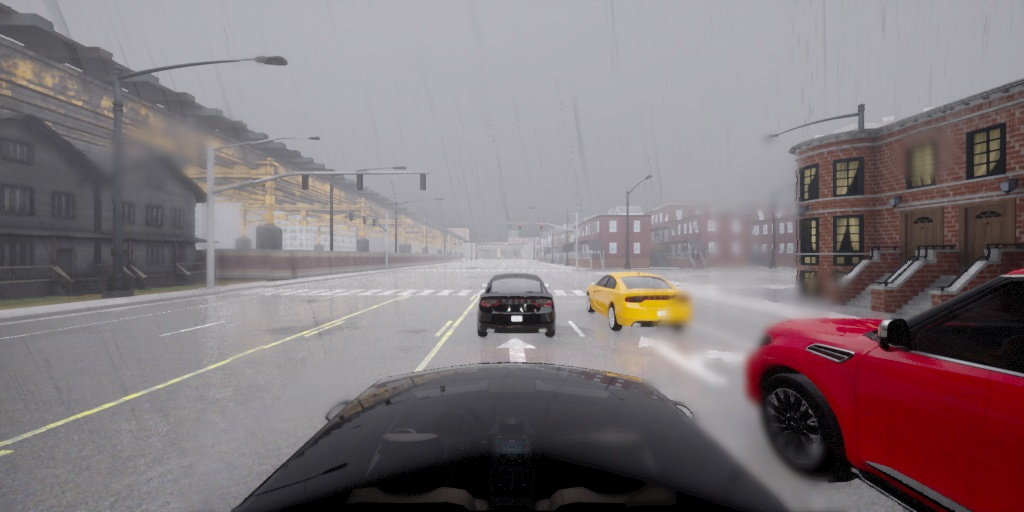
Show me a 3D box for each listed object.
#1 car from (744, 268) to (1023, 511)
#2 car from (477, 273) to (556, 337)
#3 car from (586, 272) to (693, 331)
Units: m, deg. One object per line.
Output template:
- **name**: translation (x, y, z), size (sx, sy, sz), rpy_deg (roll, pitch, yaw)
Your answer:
- **car**: translation (3.598, 0.971, 1.530), size (2.150, 2.045, 5.566), rpy_deg (0, 0, 0)
- **car**: translation (0.107, 1.228, 10.353), size (1.882, 1.535, 5.008), rpy_deg (0, 0, 0)
- **car**: translation (3.609, 1.228, 11.055), size (1.882, 1.535, 5.008), rpy_deg (0, 0, 0)
